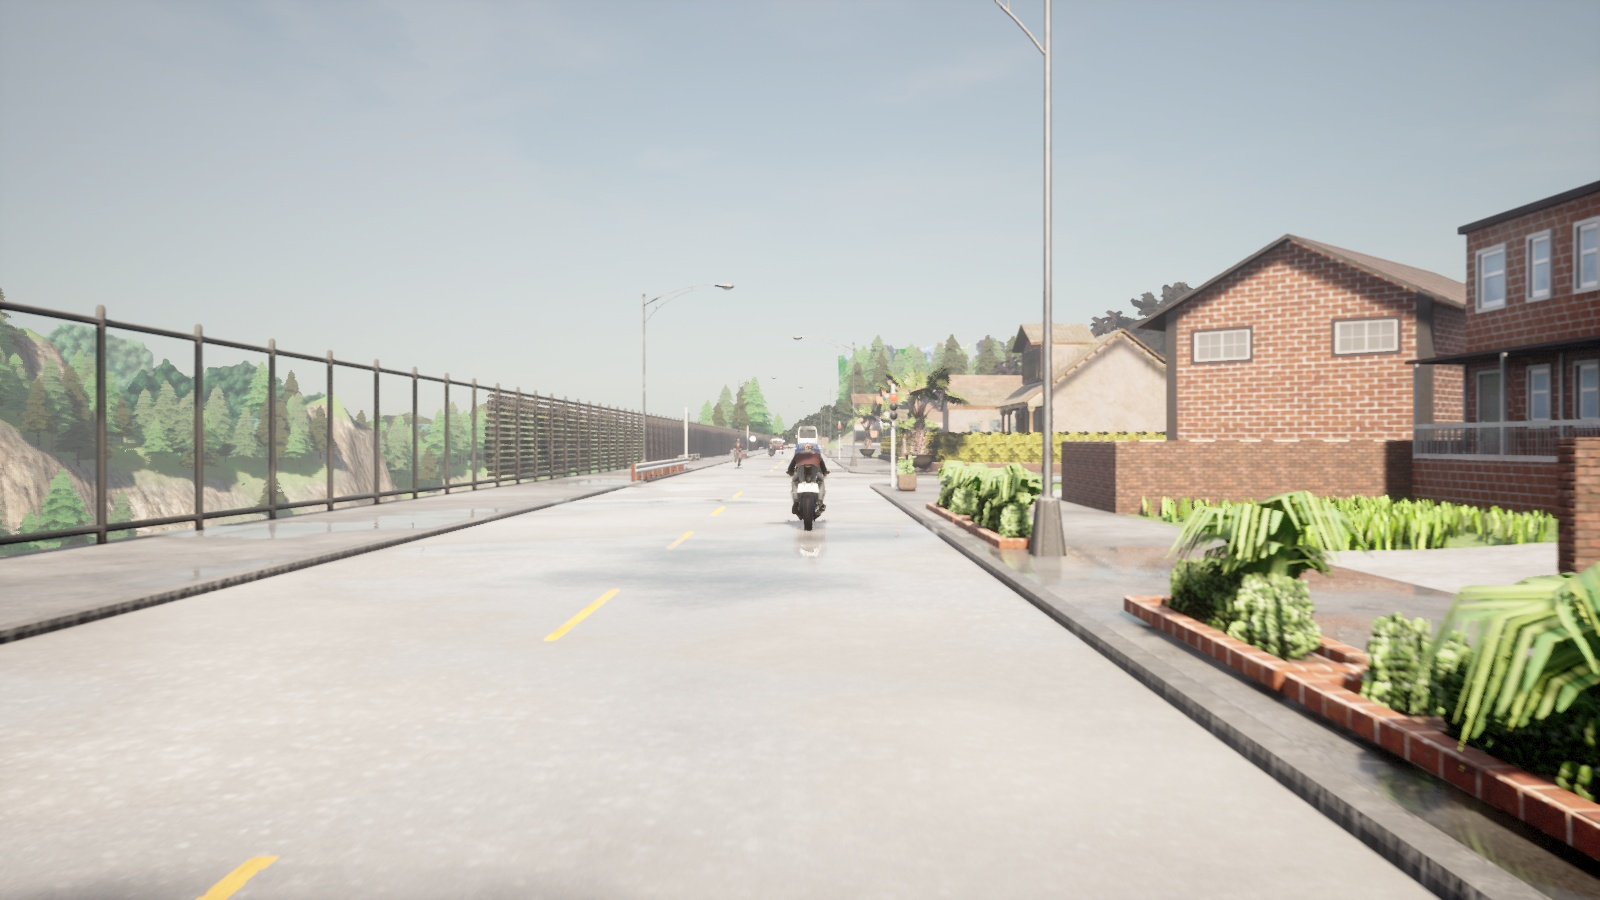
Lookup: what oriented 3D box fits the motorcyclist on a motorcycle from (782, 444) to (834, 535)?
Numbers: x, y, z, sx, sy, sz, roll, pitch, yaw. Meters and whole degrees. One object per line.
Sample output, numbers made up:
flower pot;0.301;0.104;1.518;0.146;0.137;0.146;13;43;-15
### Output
motorcyclist on a motorcycle;0.142;0.656;22.306;0.866;1.530;2.191;0;0;0
